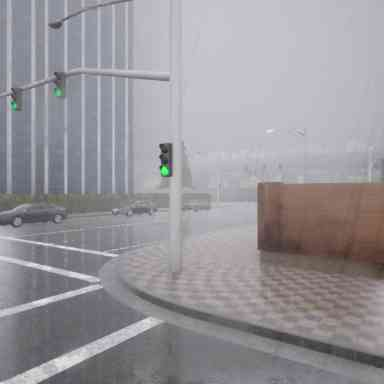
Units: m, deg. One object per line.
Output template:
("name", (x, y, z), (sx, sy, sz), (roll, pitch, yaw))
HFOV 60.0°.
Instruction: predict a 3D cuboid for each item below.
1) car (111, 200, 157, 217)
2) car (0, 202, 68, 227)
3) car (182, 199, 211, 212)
("car", (-5.298, 1.492, 30.968), (2.128, 1.511, 4.902), (0, 0, 35))
("car", (-11.008, 1.505, 22.940), (1.837, 1.490, 4.892), (0, 0, 35))
("car", (0.480, 1.564, 39.072), (1.994, 1.385, 4.181), (0, 0, 35))
